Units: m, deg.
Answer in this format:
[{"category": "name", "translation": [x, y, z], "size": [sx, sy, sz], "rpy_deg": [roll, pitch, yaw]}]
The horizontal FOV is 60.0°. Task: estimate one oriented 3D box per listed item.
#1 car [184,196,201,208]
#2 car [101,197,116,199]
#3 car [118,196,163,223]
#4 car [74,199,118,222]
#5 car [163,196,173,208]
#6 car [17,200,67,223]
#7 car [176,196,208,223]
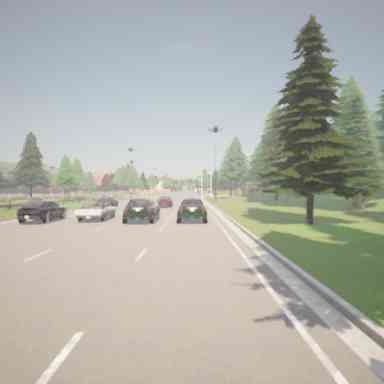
[{"category": "car", "translation": [0.083, 1.242, 42.524], "size": [1.994, 1.385, 4.181], "rpy_deg": [0, 1, 0]}, {"category": "car", "translation": [-10.424, 1.253, 41.107], "size": [1.994, 1.385, 4.181], "rpy_deg": [0, 1, 0]}, {"category": "car", "translation": [-3.486, 1.173, 23.527], "size": [2.097, 1.767, 4.553], "rpy_deg": [0, 0, 0]}, {"category": "car", "translation": [-6.976, 1.414, 24.629], "size": [1.895, 1.301, 4.718], "rpy_deg": [0, 0, 0]}, {"category": "car", "translation": [-3.418, 1.203, 42.532], "size": [1.812, 1.442, 4.674], "rpy_deg": [0, 1, 0]}, {"category": "car", "translation": [-10.483, 1.327, 23.567], "size": [1.837, 1.490, 4.892], "rpy_deg": [0, 1, 0]}, {"category": "car", "translation": [0.019, 1.170, 23.845], "size": [2.097, 1.767, 4.553], "rpy_deg": [0, 0, 0]}]
